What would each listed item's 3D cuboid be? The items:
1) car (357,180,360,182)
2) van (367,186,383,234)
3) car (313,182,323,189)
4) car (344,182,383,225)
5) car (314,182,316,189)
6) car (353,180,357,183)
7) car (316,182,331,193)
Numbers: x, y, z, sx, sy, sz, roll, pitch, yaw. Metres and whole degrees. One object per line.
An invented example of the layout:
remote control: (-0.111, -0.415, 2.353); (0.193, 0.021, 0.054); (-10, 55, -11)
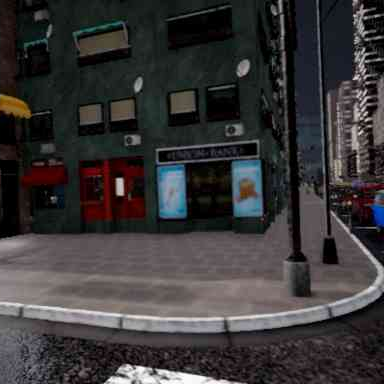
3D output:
car: (35.053, -1.274, 67.022); (2.008, 1.369, 4.403); (-2, 1, 19)
van: (7.793, 0.794, 12.070); (1.690, 1.788, 3.998); (-2, 1, 19)
car: (32.377, -1.706, 85.405); (2.192, 1.841, 5.009); (-2, 1, 19)
car: (9.548, 0.588, 17.308); (2.192, 1.841, 5.009); (-2, 1, 19)
car: (28.874, -1.108, 74.934); (1.947, 1.339, 4.313); (-2, 1, 19)
car: (36.811, -1.418, 72.262); (1.802, 1.307, 4.206); (-2, 1, 19)
car: (23.601, -0.708, 59.216); (1.967, 1.590, 4.097); (-2, 1, 19)
